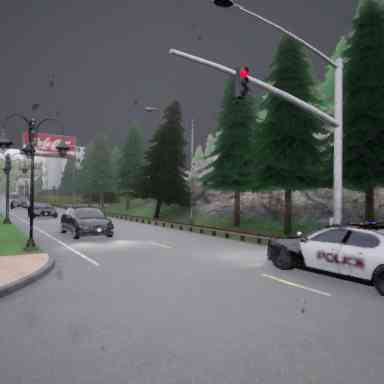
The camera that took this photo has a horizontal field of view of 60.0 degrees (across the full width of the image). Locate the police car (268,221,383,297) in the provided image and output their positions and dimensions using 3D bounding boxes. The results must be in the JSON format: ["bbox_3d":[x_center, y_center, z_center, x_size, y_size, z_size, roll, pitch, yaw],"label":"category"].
[{"bbox_3d":[4.189,1.566,8.850,2.038,1.542,4.974,1,0,-33],"label":"police car"}]

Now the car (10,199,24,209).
[{"bbox_3d":[-24.678,1.733,47.343,1.994,1.385,4.181,1,-1,-32],"label":"car"}]

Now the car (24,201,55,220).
[{"bbox_3d":[-13.155,1.643,29.218,1.994,1.385,4.181,1,-1,-33],"label":"car"}]

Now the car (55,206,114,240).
[{"bbox_3d":[-5.590,1.527,17.428,1.837,1.490,4.892,1,-1,-32],"label":"car"}]
